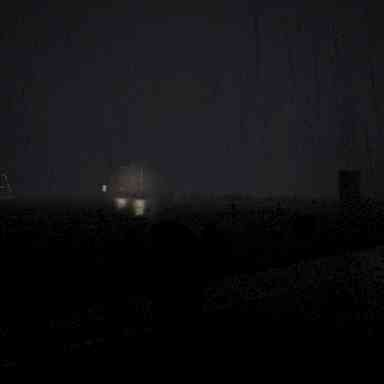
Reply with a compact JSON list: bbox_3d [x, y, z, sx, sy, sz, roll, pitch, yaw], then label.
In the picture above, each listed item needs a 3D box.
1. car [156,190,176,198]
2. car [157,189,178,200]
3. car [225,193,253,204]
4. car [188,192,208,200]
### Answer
[{"bbox_3d":[-5.609,0.470,71.691,1.882,1.535,5.008,-1,1,-36],"label":"car"},{"bbox_3d":[-4.899,0.477,65.994,2.150,2.045,5.566,-1,1,-36],"label":"car"},{"bbox_3d":[6.908,0.907,49.432,2.128,1.511,4.902,-1,1,-36],"label":"car"},{"bbox_3d":[1.183,0.765,62.301,1.812,1.442,4.674,-1,1,-35],"label":"car"}]
